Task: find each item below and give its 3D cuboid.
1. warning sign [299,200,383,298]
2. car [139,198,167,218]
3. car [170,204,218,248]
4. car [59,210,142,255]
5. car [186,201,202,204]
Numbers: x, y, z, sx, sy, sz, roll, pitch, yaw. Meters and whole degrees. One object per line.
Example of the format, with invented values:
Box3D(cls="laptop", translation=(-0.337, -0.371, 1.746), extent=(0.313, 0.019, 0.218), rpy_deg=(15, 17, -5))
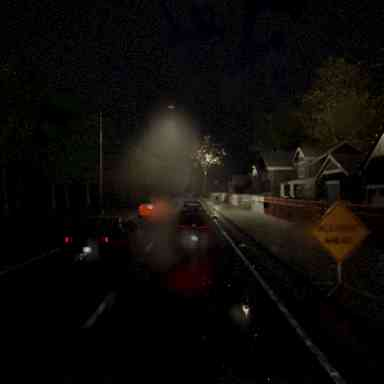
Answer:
Box3D(cls="warning sign", translation=(3.043, 1.108, 6.907), extent=(1.300, 1.860, 1.060), rpy_deg=(0, 0, 0))
Box3D(cls="car", translation=(-3.418, 1.318, 29.594), extent=(2.097, 1.767, 4.553), rpy_deg=(0, 0, 0))
Box3D(cls="car", translation=(0.084, 1.490, 14.717), extent=(1.837, 1.490, 4.892), rpy_deg=(0, 0, 0))
Box3D(cls="car", translation=(-3.420, 1.588, 13.118), extent=(1.895, 1.301, 4.718), rpy_deg=(0, 0, 0))
Box3D(cls="car", translation=(0.083, 1.529, 30.348), extent=(1.994, 1.385, 4.181), rpy_deg=(0, 0, 0))
